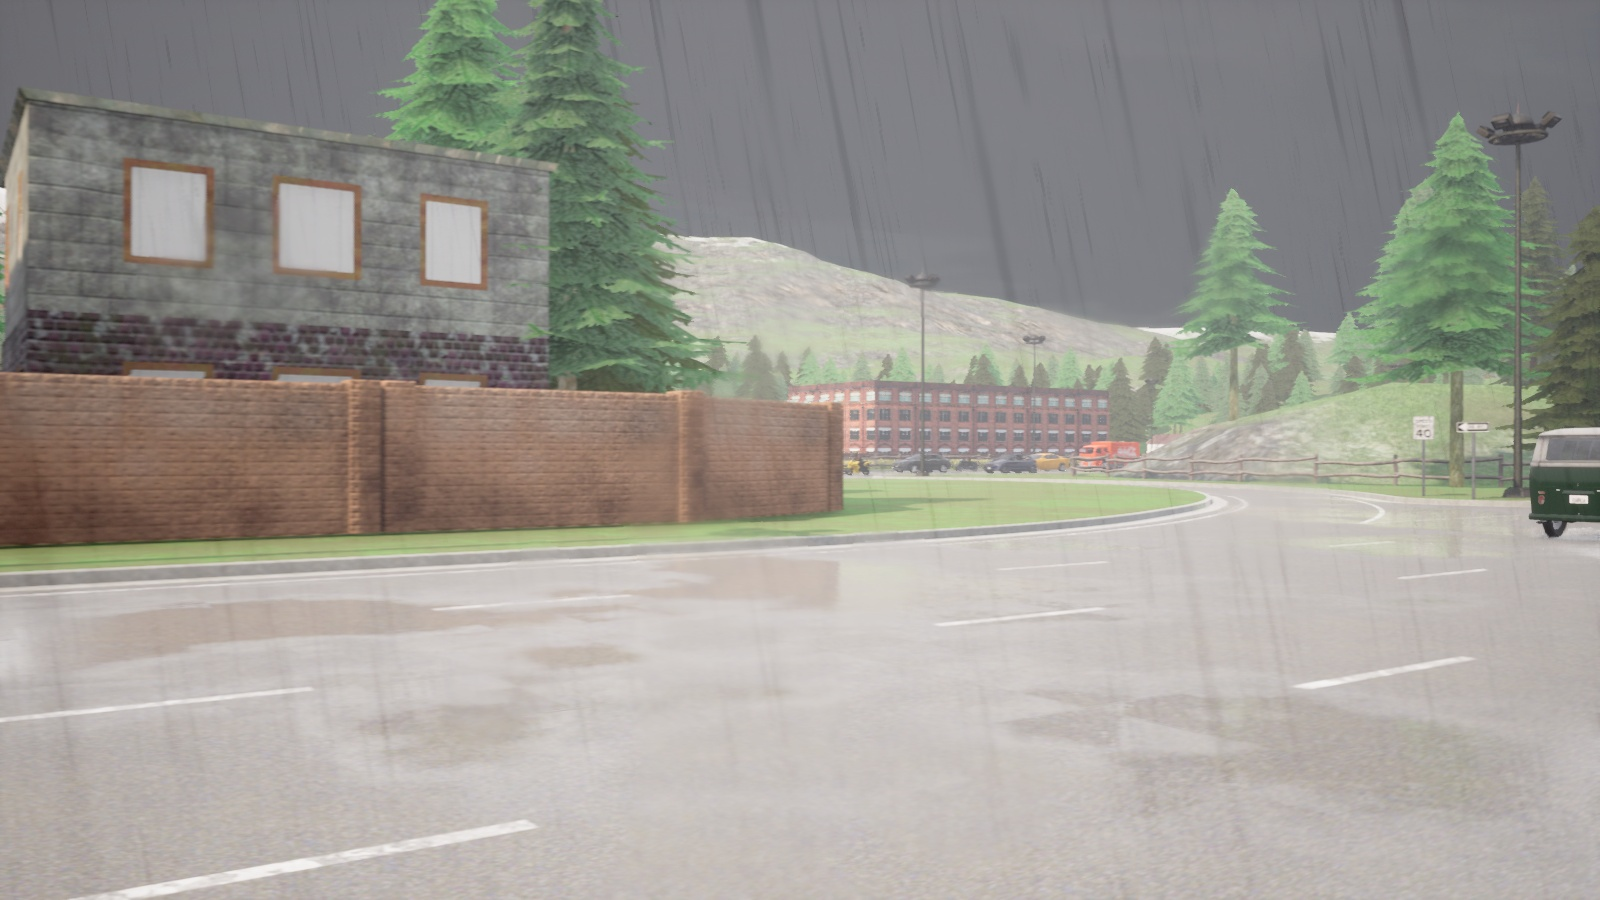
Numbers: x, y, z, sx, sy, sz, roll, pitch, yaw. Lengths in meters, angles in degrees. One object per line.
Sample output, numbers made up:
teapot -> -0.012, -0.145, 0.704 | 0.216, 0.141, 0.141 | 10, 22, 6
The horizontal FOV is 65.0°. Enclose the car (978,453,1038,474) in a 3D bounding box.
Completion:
car -> 14.970, 0.948, 90.325 | 4.193, 1.474, 1.816 | 0, 0, -35

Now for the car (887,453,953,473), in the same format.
car -> 9.067, 0.963, 94.755 | 4.892, 1.490, 1.837 | 0, 0, -35

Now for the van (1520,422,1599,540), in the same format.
van -> 14.991, 0.521, 22.624 | 4.442, 1.987, 1.775 | 0, 0, -35

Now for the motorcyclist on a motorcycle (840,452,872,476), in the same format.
motorcyclist on a motorcycle -> 3.656, 0.921, 82.494 | 2.044, 1.523, 0.797 | 0, 0, -35
